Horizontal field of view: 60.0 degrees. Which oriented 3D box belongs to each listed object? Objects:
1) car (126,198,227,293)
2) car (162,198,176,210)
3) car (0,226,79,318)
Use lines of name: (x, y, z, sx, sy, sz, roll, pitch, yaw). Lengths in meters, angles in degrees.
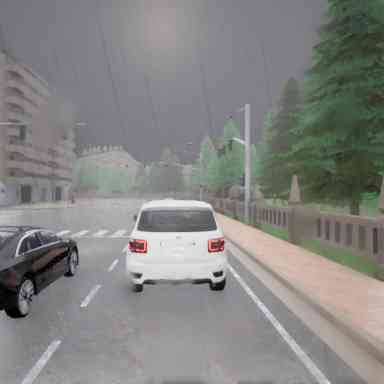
car: (-0.455, 1.221, 9.089, 2.150, 2.045, 5.566, 0, 0, -4)
car: (-3.060, 1.525, 44.331, 1.812, 1.442, 4.674, 0, 0, -4)
car: (-3.951, 1.491, 7.319, 2.128, 1.511, 4.902, 0, 0, -3)
